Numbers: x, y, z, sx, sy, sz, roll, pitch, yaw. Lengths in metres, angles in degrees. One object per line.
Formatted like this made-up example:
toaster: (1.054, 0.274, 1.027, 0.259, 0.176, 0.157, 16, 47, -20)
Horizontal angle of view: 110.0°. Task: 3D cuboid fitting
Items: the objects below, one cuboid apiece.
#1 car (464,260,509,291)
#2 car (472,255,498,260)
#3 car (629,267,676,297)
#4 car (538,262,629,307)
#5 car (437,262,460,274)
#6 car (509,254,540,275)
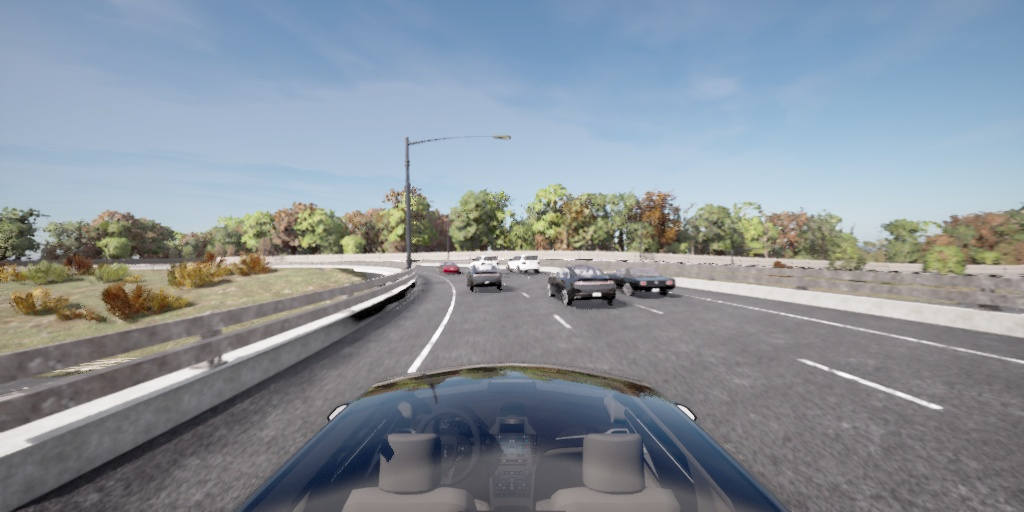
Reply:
car: (-1.755, 1.219, 21.586, 2.128, 1.511, 4.902, -1, 0, -10)
car: (-3.027, 0.921, 39.770, 2.150, 2.045, 5.566, -1, 0, -20)
car: (5.928, 1.191, 17.701, 1.895, 1.301, 4.718, -1, 0, -8)
car: (2.735, 1.152, 15.053, 2.128, 1.511, 4.902, -1, 0, -6)
car: (-7.290, 1.341, 41.071, 1.994, 1.385, 4.181, -1, 0, -21)
car: (1.186, 0.845, 38.197, 2.150, 2.045, 5.566, -1, 0, -18)
